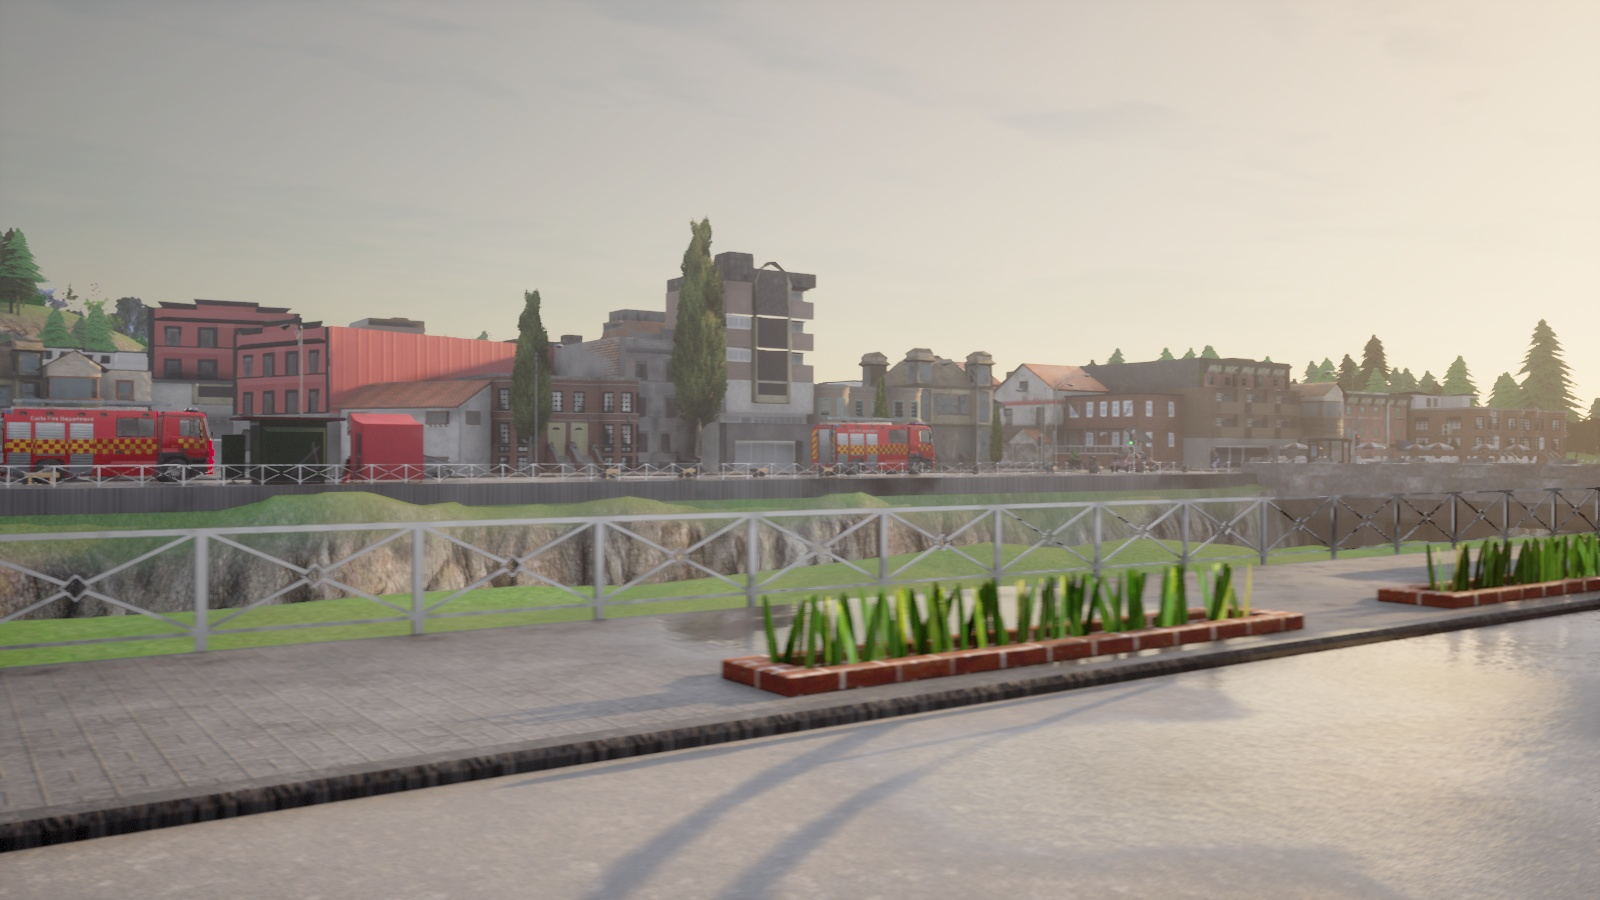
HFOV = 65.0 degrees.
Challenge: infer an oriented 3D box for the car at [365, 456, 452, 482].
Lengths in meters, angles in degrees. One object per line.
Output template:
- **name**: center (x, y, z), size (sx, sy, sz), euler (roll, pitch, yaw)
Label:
- **car**: center (-21.573, 1.024, 69.305), size (4.181, 1.385, 1.994), euler (0, 0, -35)

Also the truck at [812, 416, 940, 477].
- **truck**: center (5.093, -0.227, 83.009), size (8.468, 3.827, 2.891), euler (0, 0, -35)

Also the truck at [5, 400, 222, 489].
- **truck**: center (-31.390, -0.212, 57.599), size (8.468, 3.827, 2.891), euler (0, 0, -35)
